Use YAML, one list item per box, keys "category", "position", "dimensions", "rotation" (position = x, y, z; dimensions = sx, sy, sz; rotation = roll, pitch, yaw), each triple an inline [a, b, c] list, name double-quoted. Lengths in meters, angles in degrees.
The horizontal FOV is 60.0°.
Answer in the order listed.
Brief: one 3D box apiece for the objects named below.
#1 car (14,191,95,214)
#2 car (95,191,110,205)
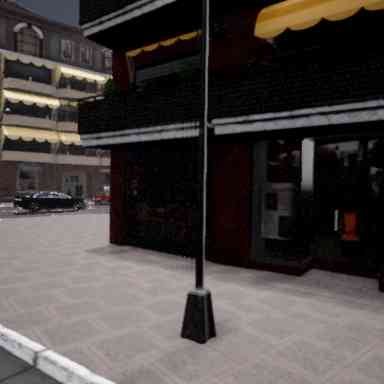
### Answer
- category: "car"
  position: [-9.831, 0.680, 23.533]
  dimensions: [4.902, 1.511, 2.128]
  rotation: [-1, 2, -37]
- category: "car"
  position: [-7.687, 0.550, 32.461]
  dimensions: [4.206, 1.307, 1.802]
  rotation: [-1, 3, -39]
